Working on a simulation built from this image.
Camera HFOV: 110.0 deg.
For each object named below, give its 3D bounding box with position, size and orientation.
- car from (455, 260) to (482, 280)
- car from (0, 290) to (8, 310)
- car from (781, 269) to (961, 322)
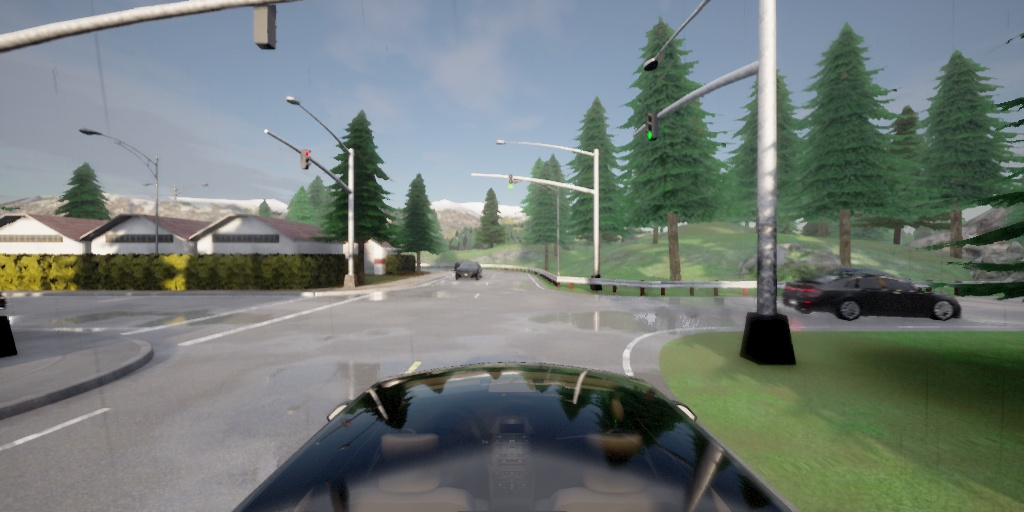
[{"bbox_3d":[-3.620,1.202,30.613,1.882,1.535,5.008,0,0,0],"label":"car"},{"bbox_3d":[-19.606,1.290,11.590,4.902,1.511,2.128,1,0,0],"label":"car"},{"bbox_3d":[11.697,1.329,11.828,4.892,1.490,1.837,1,0,0],"label":"car"}]
